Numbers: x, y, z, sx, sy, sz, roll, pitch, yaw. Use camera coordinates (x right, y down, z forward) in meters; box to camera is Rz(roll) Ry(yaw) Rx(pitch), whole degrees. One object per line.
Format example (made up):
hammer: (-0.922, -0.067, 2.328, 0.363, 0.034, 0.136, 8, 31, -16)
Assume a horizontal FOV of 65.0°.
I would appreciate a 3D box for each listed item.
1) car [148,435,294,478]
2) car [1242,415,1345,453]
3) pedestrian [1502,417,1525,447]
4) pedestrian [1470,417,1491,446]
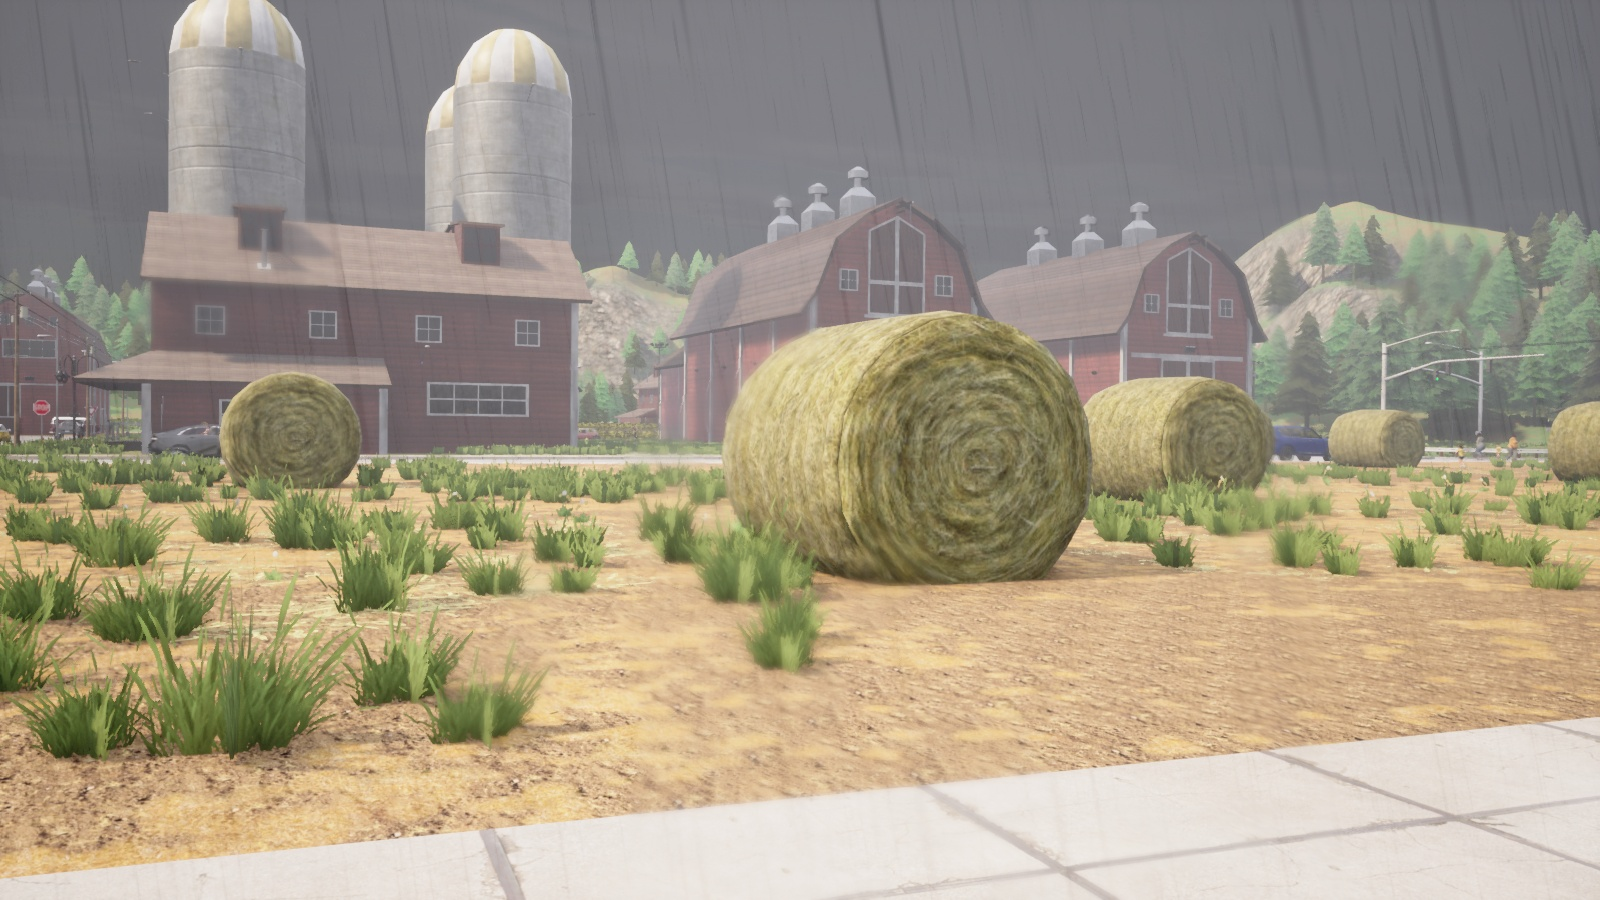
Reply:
car: (-21.930, 0.223, 47.688, 4.902, 1.511, 2.128, -1, 1, -25)
car: (27.739, -0.922, 70.534, 5.566, 2.045, 2.150, -1, 1, -25)
pedestrian: (43.933, -1.124, 77.313, 0.874, 1.855, 0.900, -1, 1, -28)
pedestrian: (44.633, -1.214, 82.388, 0.874, 1.855, 0.900, -1, 1, -27)
